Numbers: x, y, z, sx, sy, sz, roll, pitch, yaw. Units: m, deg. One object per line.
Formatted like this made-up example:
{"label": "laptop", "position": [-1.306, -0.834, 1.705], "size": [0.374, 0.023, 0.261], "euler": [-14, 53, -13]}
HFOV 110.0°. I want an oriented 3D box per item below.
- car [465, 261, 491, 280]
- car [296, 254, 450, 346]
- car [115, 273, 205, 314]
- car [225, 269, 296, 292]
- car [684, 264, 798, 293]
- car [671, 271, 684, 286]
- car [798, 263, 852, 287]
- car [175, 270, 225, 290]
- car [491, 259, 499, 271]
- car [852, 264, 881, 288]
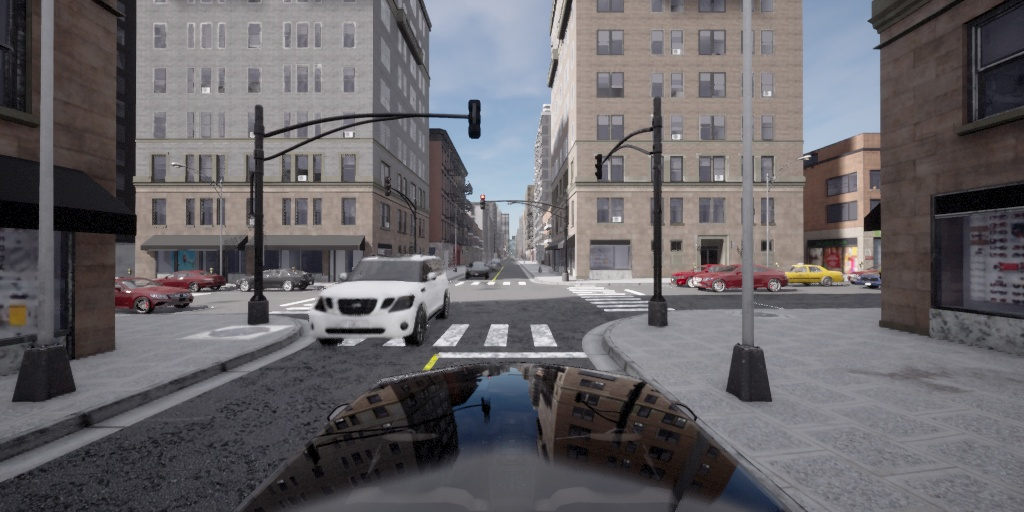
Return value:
{"label": "car", "position": [-2.992, 1.219, 31.292], "size": [1.882, 1.535, 5.008], "euler": [0, 0, -3]}
{"label": "car", "position": [-3.098, 0.972, 9.748], "size": [2.150, 2.045, 5.566], "euler": [0, 0, -1]}
{"label": "car", "position": [-14.660, 1.451, 13.674], "size": [4.207, 1.307, 1.802], "euler": [0, 0, 0]}
{"label": "car", "position": [-14.631, 1.458, 22.200], "size": [4.403, 1.370, 2.007], "euler": [0, 0, 0]}
{"label": "car", "position": [12.188, 1.157, 19.272], "size": [4.674, 1.442, 1.812], "euler": [-1, 0, 1]}
{"label": "car", "position": [12.132, 1.190, 22.027], "size": [4.507, 1.381, 1.888], "euler": [0, 0, 0]}
{"label": "car", "position": [17.454, 1.117, 21.993], "size": [4.829, 1.417, 1.751], "euler": [0, 0, 0]}
{"label": "car", "position": [-20.159, 1.545, 22.236], "size": [4.207, 1.307, 1.802], "euler": [0, 0, 0]}
{"label": "car", "position": [-3.127, 1.318, 48.326], "size": [1.895, 1.301, 4.718], "euler": [0, 0, 0]}
{"label": "car", "position": [21.774, 1.087, 19.208], "size": [5.357, 1.411, 2.033], "euler": [-1, 0, 1]}
